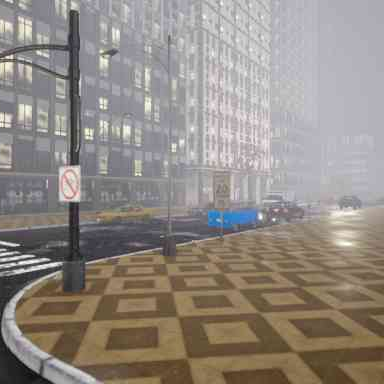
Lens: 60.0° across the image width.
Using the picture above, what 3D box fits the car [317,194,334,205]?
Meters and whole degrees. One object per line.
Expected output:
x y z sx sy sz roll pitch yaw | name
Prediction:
25.175 1.381 62.530 2.192 1.841 5.009 0 0 38 | car

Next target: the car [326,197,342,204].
28.576 1.624 66.932 2.008 1.369 4.403 0 0 38 | car

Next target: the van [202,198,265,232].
2.631 1.368 20.268 1.690 1.788 3.998 0 0 38 | van

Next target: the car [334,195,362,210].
21.208 1.368 44.502 2.192 1.841 5.009 0 0 38 | car

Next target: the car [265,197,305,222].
7.605 1.472 26.889 1.967 1.590 4.097 0 0 38 | car

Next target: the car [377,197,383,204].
38.212 1.658 66.518 1.947 1.339 4.313 0 0 38 | car

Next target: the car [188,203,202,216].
1.368 1.604 31.706 1.802 1.307 4.206 0 0 38 | car

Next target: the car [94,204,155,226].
-4.752 1.540 23.993 1.752 1.417 4.829 0 0 38 | car

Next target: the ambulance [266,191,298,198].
10.242 1.063 38.996 2.351 2.431 6.366 0 0 38 | ambulance
